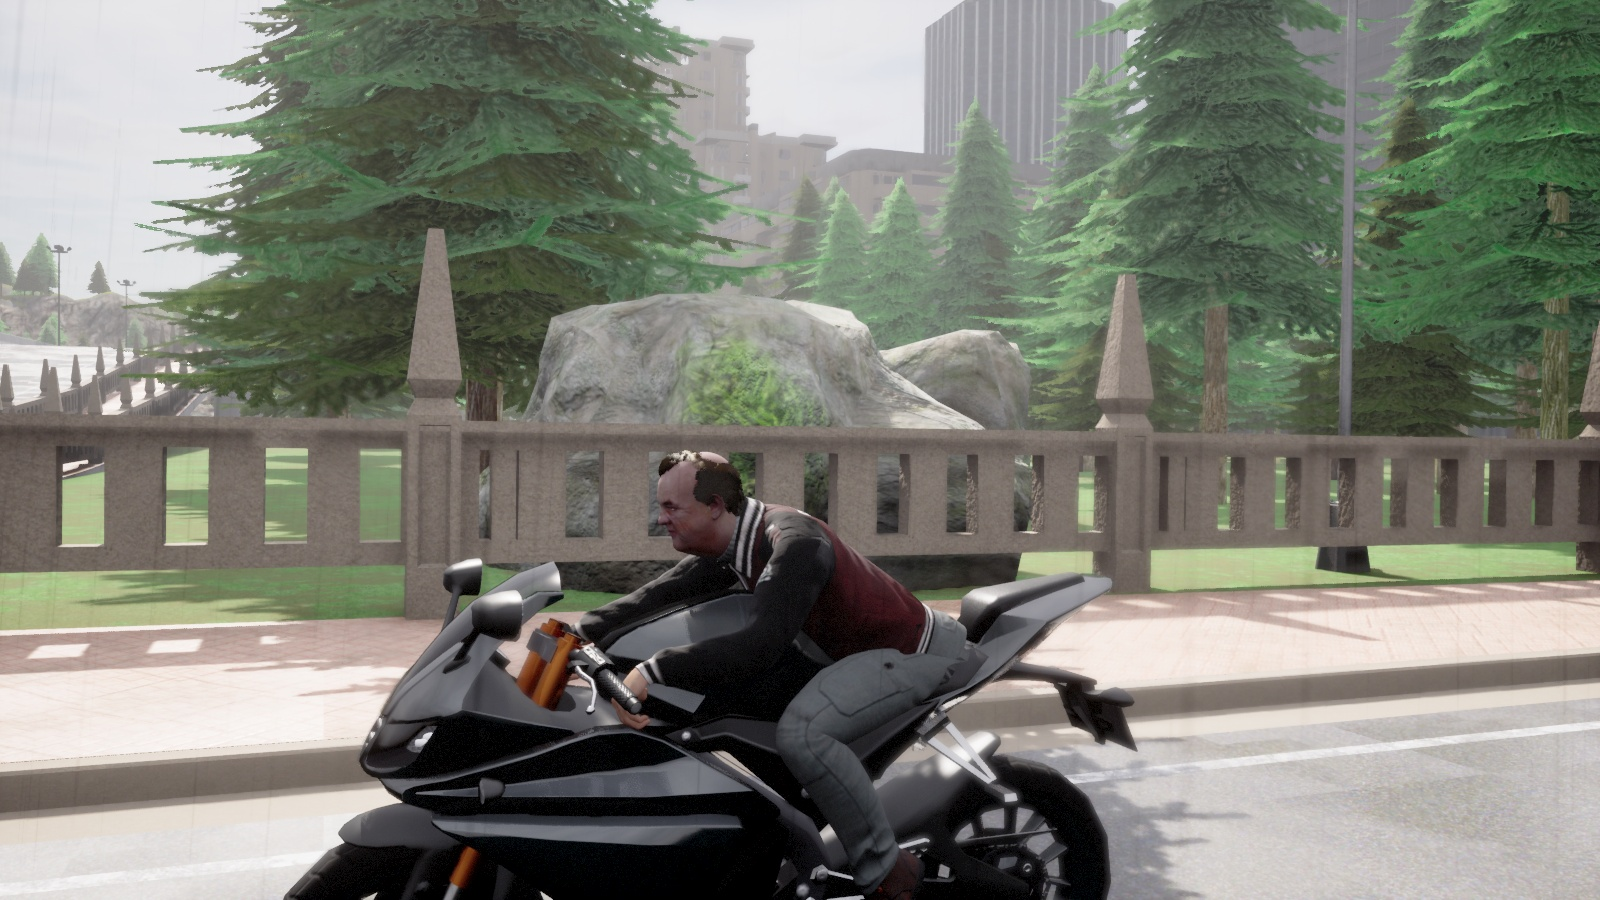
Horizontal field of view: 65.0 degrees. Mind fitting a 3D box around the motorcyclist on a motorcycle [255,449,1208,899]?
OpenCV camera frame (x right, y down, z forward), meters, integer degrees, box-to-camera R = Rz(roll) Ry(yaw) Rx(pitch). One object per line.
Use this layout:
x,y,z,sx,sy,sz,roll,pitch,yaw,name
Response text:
-0.153,0.783,3.181,2.191,1.530,0.866,-1,1,-21,motorcyclist on a motorcycle
